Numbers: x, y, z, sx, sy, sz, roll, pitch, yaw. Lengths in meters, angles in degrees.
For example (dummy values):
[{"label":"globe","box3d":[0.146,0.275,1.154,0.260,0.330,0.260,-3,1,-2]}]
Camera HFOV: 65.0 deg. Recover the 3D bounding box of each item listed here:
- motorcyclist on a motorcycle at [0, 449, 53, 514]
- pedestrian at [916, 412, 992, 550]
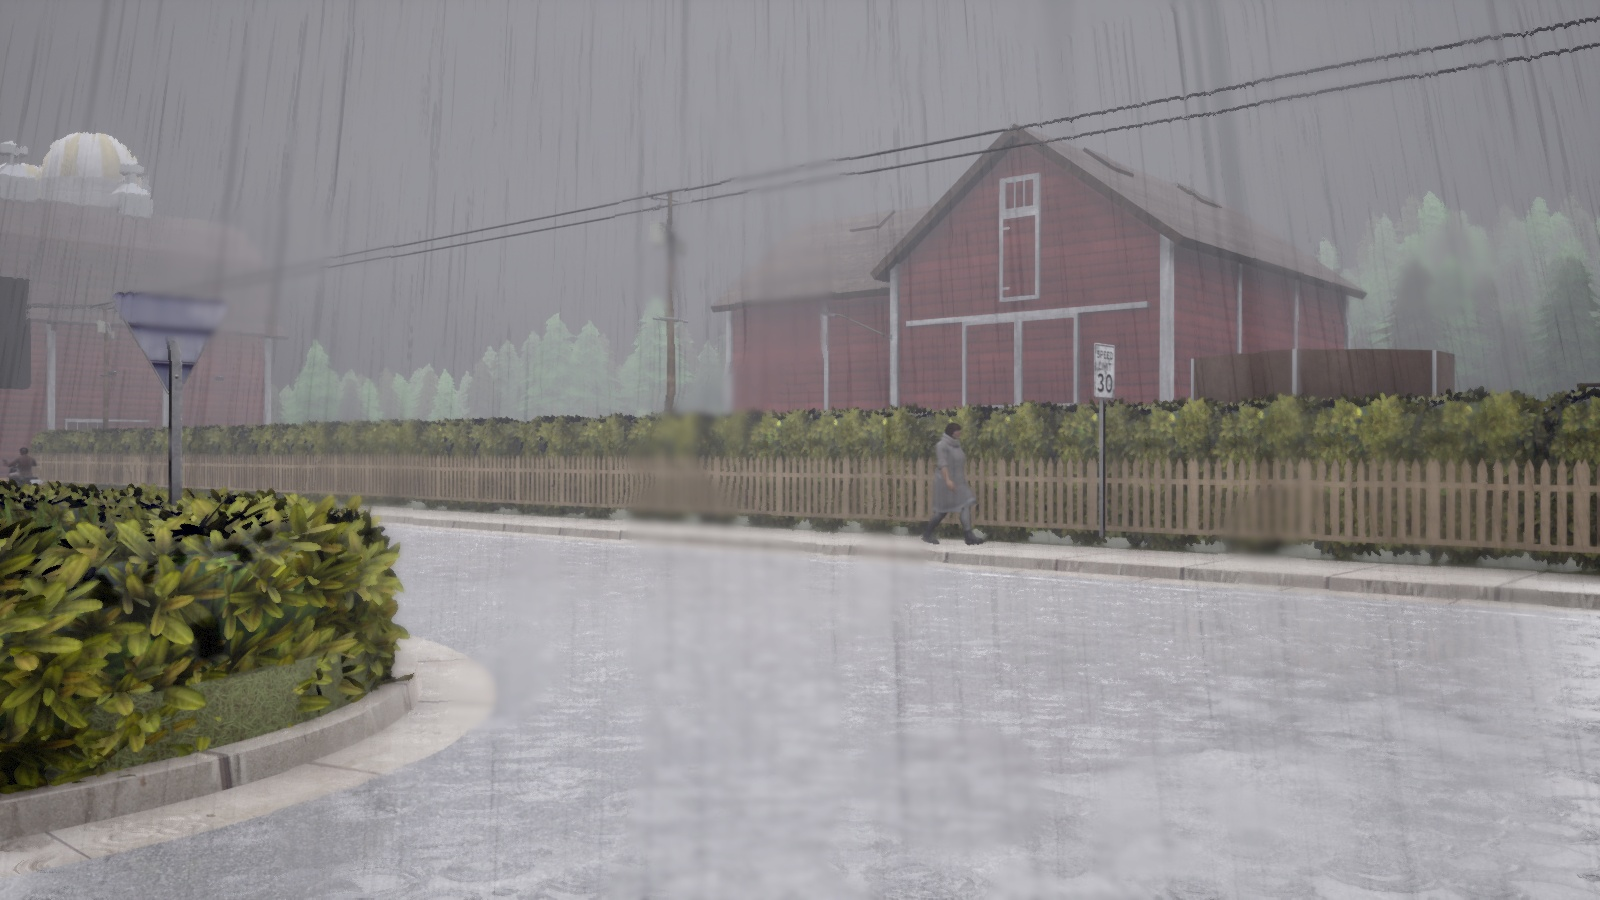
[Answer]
[{"label":"motorcyclist on a motorcycle","box3d":[-20.470,0.819,32.967,2.350,1.649,0.766,0,0,41]},{"label":"pedestrian","box3d":[2.246,0.440,18.307,0.873,1.952,0.659,0,0,43]}]
